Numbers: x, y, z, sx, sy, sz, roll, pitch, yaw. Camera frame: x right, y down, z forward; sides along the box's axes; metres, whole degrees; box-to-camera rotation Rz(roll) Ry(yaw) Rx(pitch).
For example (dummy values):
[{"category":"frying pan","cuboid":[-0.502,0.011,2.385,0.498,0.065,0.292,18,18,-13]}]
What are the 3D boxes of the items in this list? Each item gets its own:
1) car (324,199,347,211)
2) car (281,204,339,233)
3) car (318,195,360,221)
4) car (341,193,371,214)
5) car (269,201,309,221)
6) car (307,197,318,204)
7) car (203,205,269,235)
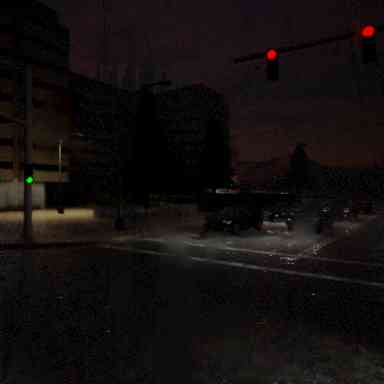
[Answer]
[{"category":"car","cuboid":[18.784,1.648,43.478,1.994,1.385,4.181,0,0,34]},{"category":"car","cuboid":[7.269,1.639,20.206,1.895,1.301,4.718,0,0,34]},{"category":"car","cuboid":[12.328,1.406,27.717,2.097,1.767,4.553,0,0,34]},{"category":"car","cuboid":[18.323,1.295,36.590,2.150,2.045,5.566,0,0,34]},{"category":"car","cuboid":[7.743,1.553,27.171,1.837,1.490,4.892,0,0,34]},{"category":"car","cuboid":[13.203,1.613,35.268,2.033,1.411,5.357,0,0,34]},{"category":"car","cuboid":[2.492,1.509,19.396,1.882,1.535,5.008,0,0,34]}]
